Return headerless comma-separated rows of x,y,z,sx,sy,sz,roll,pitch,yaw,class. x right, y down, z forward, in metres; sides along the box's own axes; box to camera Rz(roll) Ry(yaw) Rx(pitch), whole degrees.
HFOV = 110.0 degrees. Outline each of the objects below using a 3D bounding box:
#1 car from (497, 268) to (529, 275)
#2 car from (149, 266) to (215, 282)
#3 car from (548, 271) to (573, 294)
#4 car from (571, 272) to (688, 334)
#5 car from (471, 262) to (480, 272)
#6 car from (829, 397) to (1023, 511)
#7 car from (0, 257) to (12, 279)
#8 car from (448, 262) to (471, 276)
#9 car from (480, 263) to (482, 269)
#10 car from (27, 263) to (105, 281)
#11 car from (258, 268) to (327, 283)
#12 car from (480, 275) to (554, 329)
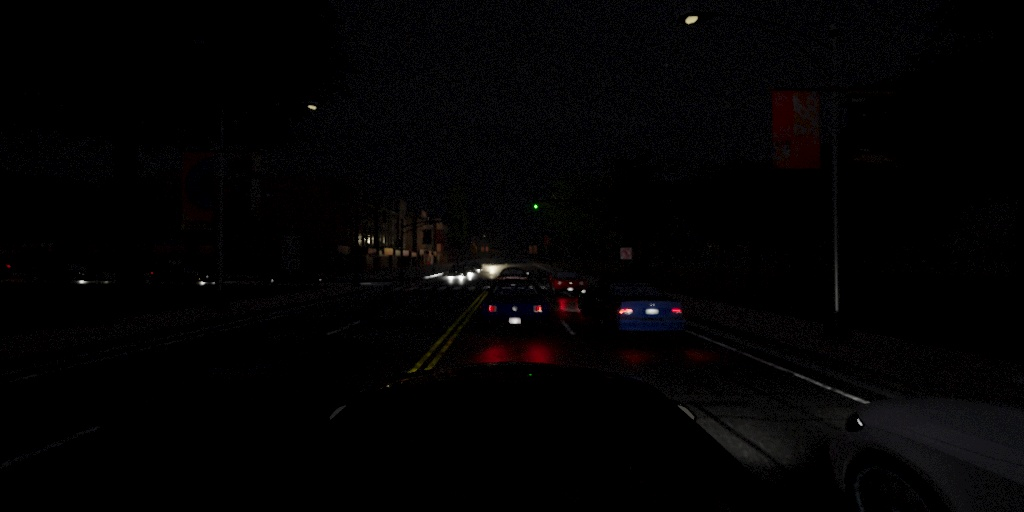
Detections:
0.077,1.484,22.838,1.882,1.535,5.008,0,-1,0,car
-27.244,1.519,29.710,4.181,1.385,1.994,0,-1,0,car
3.323,1.604,22.542,1.895,1.301,4.718,0,-1,0,car
3.337,1.396,11.017,2.033,1.411,5.357,0,-1,0,car
-6.585,1.652,54.405,2.128,1.511,4.902,0,0,0,car
3.344,1.269,0.764,1.812,1.442,4.674,0,0,0,car
-49.444,1.075,32.694,5.566,2.045,2.150,0,-1,0,car
-6.594,1.722,44.324,1.994,1.385,4.181,0,0,0,car
-6.548,1.704,64.880,1.994,1.385,4.181,0,0,0,car
-36.868,1.358,29.729,5.008,1.535,1.882,0,-1,0,car
-18.082,1.643,29.707,4.718,1.301,1.895,1,-1,0,car
0.091,1.458,11.726,1.895,1.301,4.718,0,-1,0,car
